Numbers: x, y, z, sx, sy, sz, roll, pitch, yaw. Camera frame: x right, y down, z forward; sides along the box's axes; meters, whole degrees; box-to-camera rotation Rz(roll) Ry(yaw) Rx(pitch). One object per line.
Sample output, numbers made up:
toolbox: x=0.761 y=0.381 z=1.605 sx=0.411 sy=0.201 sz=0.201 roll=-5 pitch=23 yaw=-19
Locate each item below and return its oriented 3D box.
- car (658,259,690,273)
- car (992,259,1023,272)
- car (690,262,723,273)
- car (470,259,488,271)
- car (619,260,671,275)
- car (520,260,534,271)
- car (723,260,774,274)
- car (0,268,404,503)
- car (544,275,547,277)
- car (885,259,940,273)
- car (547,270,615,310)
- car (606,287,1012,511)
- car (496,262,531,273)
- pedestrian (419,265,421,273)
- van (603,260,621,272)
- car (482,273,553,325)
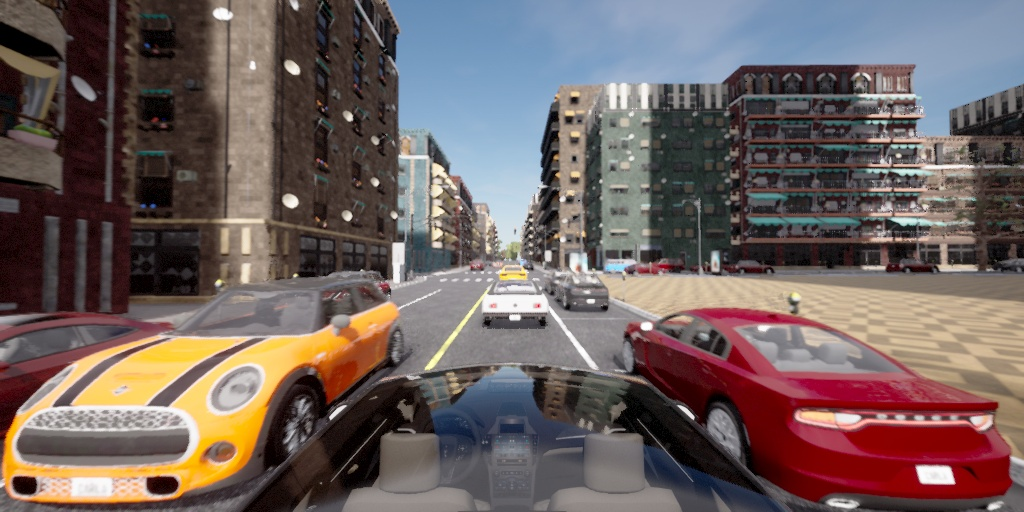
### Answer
car: x=19.290 y=1.265 z=45.553 sx=5.009 sy=1.841 sz=2.192 roll=0 pitch=0 yaw=0
car: x=52.393 y=1.074 z=36.943 sx=4.403 sy=1.370 sz=2.007 roll=0 pitch=0 yaw=0
car: x=24.818 y=1.453 z=45.514 sx=4.507 sy=1.381 sz=1.888 roll=0 pitch=0 yaw=0
car: x=-5.699 y=1.458 z=58.813 sx=2.192 sy=1.841 sz=5.009 roll=0 pitch=0 yaw=0
car: x=13.702 y=1.396 z=37.212 sx=4.207 sy=1.307 sz=1.802 roll=0 pitch=0 yaw=0
car: x=2.681 y=1.709 z=58.774 sx=1.948 sy=1.339 sz=4.313 roll=0 pitch=0 yaw=0
car: x=24.757 y=1.168 z=37.135 sx=4.097 sy=1.591 sz=1.967 roll=0 pitch=0 yaw=0
car: x=-3.099 y=1.124 z=4.892 sx=2.097 sy=1.767 sz=4.553 roll=0 pitch=0 yaw=0
car: x=2.818 y=1.429 z=20.582 sx=2.007 sy=1.370 sz=4.403 roll=0 pitch=0 yaw=0
car: x=41.338 y=1.043 z=37.020 sx=4.097 sy=1.591 sz=1.967 roll=0 pitch=0 yaw=0
car: x=2.819 y=1.391 z=15.013 sx=2.007 sy=1.370 sz=4.403 roll=0 pitch=0 yaw=0
car: x=2.775 y=1.315 z=4.583 sx=1.888 sy=1.381 sz=4.507 roll=0 pitch=0 yaw=0
car: x=0.089 y=1.387 z=25.059 sx=1.882 sy=1.535 sz=5.008 roll=0 pitch=0 yaw=0
pedestrian: x=-12.537 y=1.406 z=48.743 sx=0.375 sy=1.860 sz=0.375 roll=0 pitch=-1 yaw=0
van: x=13.763 y=1.334 z=45.591 sx=3.998 sy=1.789 sz=1.690 roll=0 pitch=0 yaw=0
car: x=0.093 y=1.422 z=12.124 sx=1.895 sy=1.301 sz=4.718 roll=0 pitch=0 yaw=0
